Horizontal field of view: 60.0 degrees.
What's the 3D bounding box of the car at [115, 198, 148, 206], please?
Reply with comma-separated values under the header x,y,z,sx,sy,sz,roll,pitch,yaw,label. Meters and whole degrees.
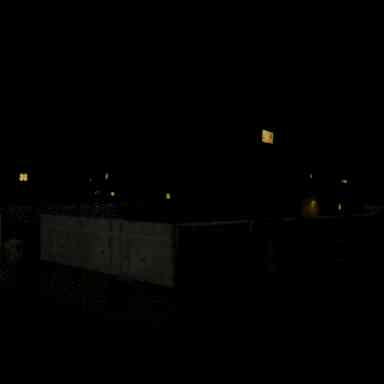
x,y,z,sx,sy,sz,roll,pitch,yaw,label
-8.061,1.564,44.300,5.357,1.411,2.033,1,2,-44,car
